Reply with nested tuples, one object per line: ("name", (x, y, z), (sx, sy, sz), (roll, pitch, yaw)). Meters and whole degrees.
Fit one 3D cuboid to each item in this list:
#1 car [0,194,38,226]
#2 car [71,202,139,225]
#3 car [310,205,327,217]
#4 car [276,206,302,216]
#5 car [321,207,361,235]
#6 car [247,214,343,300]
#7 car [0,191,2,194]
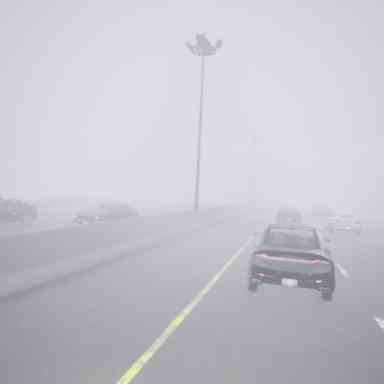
("car", (-9.920, 1.027, 16.615), (2.128, 1.511, 4.902), (3, 0, 16))
("car", (-5.119, 1.315, 20.640), (2.033, 1.411, 5.357), (3, 0, 16))
("car", (14.778, 2.210, 38.365), (1.882, 1.535, 5.008), (3, 0, 16))
("car", (7.823, 1.870, 26.901), (1.882, 1.535, 5.008), (3, 0, 16))
("car", (10.280, 2.033, 22.862), (1.812, 1.442, 4.674), (3, 0, 16))
("car", (2.633, 1.623, 8.966), (2.128, 1.511, 4.902), (3, 0, 16))
("car", (-13.061, 0.608, 18.299), (2.150, 2.045, 5.566), (3, 0, 16))
